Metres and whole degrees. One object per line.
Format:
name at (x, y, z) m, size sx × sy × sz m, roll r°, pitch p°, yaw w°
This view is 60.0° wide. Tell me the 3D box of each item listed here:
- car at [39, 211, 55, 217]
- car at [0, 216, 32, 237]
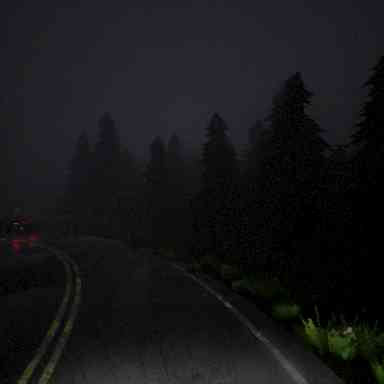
car at (-27.591, 4.490, 64.950) m, size 2.128 × 1.511 × 4.902 m, roll 1°, pitch -2°, yaw 20°
car at (-14.637, 2.704, 26.860) m, size 4.902 × 1.511 × 2.128 m, roll -4°, pitch -1°, yaw 44°
